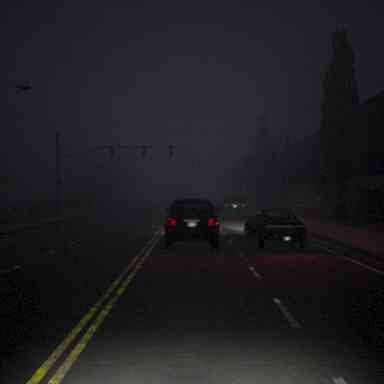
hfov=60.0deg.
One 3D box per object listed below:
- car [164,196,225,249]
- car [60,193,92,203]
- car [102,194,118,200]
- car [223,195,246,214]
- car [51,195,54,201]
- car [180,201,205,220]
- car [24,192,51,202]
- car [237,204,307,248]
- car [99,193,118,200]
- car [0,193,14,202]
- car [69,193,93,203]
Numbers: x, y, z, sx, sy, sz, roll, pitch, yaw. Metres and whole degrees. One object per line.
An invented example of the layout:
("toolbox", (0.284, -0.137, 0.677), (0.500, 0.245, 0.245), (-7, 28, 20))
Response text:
("car", (0.000, 1.257, 14.680), (2.150, 2.045, 5.566), (0, 0, 0))
("car", (-21.466, 1.151, 61.383), (4.605, 1.855, 1.932), (0, 0, 0))
("car", (-21.419, 1.394, 86.796), (3.806, 1.475, 1.970), (0, 0, 0))
("car", (3.482, 1.257, 29.724), (2.150, 2.045, 5.566), (0, 0, 0))
("car", (-38.886, 1.362, 86.789), (3.905, 1.438, 1.784), (0, 0, 0))
("car", (-0.018, 1.562, 29.665), (2.033, 1.411, 5.357), (0, 0, 0))
("car", (-38.953, 1.151, 83.893), (4.605, 1.855, 1.932), (0, 0, 0))
("car", (3.500, 1.494, 14.650), (2.128, 1.511, 4.902), (0, 0, 0))
("car", (-21.432, 1.155, 83.901), (3.866, 1.878, 1.905), (0, 0, 0))
("car", (-38.874, 1.393, 66.995), (3.806, 1.475, 1.970), (0, 0, 0))
("car", (-21.409, 1.154, 64.277), (3.866, 1.878, 1.905), (0, 0, 0))
